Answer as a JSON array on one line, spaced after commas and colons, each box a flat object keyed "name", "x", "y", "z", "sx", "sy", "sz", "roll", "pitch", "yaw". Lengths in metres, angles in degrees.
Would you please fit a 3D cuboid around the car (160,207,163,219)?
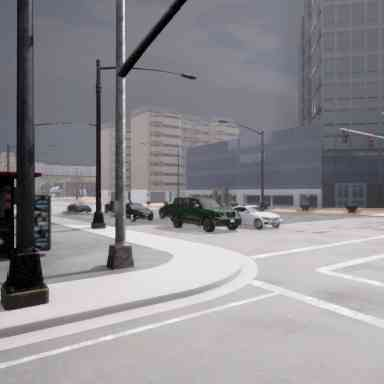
[{"name": "car", "x": -1.340, "y": 1.740, "z": 30.122, "sx": 1.812, "sy": 1.442, "sz": 4.674, "roll": 0, "pitch": -1, "yaw": -36}]

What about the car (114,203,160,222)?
[{"name": "car", "x": -5.114, "y": 1.741, "z": 29.302, "sx": 1.837, "sy": 1.490, "sz": 4.892, "roll": 0, "pitch": -1, "yaw": -36}]

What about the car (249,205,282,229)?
[{"name": "car", "x": 3.961, "y": 1.635, "z": 22.735, "sx": 1.812, "sy": 1.442, "sz": 4.674, "roll": 0, "pitch": -1, "yaw": -35}]

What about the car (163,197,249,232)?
[{"name": "car", "x": 0.693, "y": 1.335, "z": 21.304, "sx": 2.150, "sy": 2.045, "sz": 5.566, "roll": 0, "pitch": -1, "yaw": -36}]

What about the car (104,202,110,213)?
[{"name": "car", "x": -9.180, "y": 1.899, "z": 40.877, "sx": 2.128, "sy": 1.511, "sz": 4.902, "roll": 0, "pitch": -1, "yaw": -36}]

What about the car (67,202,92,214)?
[{"name": "car", "x": -14.332, "y": 2.014, "z": 42.044, "sx": 2.033, "sy": 1.411, "sz": 5.357, "roll": 0, "pitch": -1, "yaw": -36}]
